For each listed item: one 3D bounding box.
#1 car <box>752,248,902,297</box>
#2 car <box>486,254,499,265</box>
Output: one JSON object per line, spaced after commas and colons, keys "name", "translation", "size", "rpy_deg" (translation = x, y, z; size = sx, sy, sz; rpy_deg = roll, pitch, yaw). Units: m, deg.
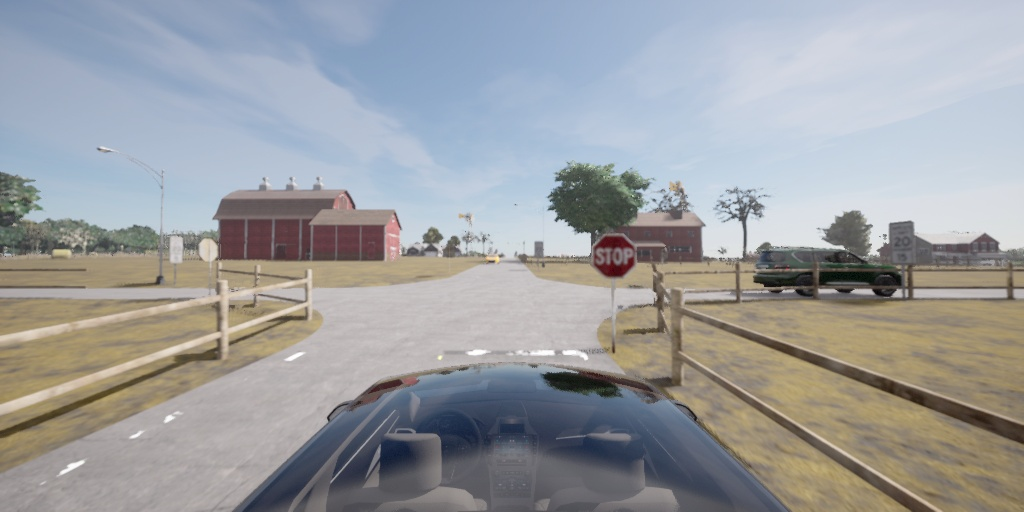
{"name": "car", "translation": [13.894, 0.698, 16.025], "size": [5.566, 2.045, 2.150], "rpy_deg": [0, -1, 0]}
{"name": "car", "translation": [-2.900, 0.464, 54.006], "size": [1.882, 1.535, 5.008], "rpy_deg": [0, 1, 0]}
